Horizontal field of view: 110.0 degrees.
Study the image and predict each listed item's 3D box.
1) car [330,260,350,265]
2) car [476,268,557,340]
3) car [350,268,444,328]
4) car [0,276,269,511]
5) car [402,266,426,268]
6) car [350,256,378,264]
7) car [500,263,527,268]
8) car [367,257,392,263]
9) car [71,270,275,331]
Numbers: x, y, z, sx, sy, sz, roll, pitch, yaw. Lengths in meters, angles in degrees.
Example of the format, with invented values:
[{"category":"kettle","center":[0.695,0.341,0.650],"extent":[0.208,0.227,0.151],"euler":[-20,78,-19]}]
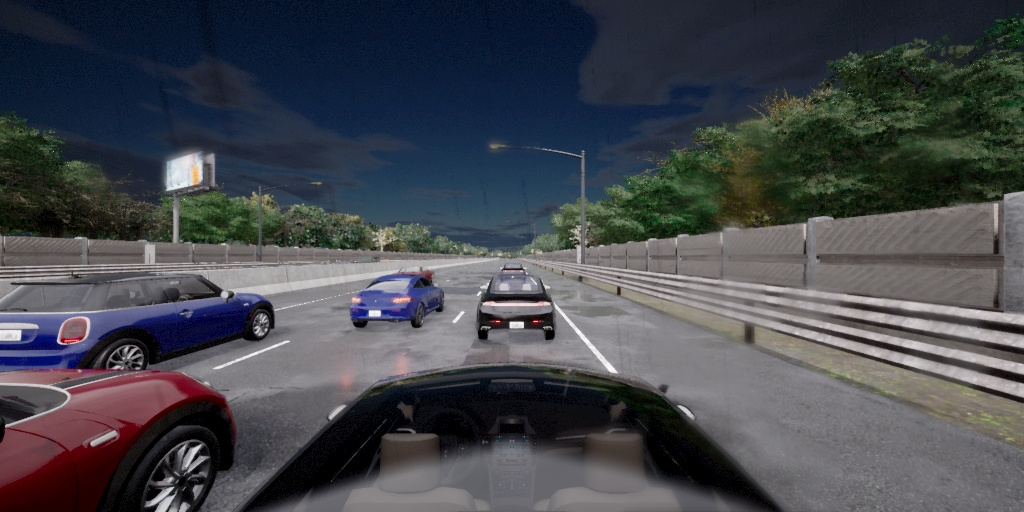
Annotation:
[{"category":"car","center":[-24.575,1.328,51.950],"extent":[2.128,1.511,4.902],"euler":[0,0,0]},{"category":"car","center":[0.100,1.245,9.978],"extent":[2.128,1.511,4.902],"euler":[0,0,0]},{"category":"car","center":[-3.405,1.280,11.295],"extent":[1.812,1.442,4.674],"euler":[0,0,1]},{"category":"car","center":[-3.405,1.102,1.177],"extent":[2.097,1.767,4.553],"euler":[0,0,0]},{"category":"car","center":[-6.905,1.371,25.639],"extent":[1.895,1.301,4.718],"euler":[0,0,1]},{"category":"car","center":[-21.074,1.061,52.583],"extent":[2.150,2.045,5.566],"euler":[0,0,0]},{"category":"car","center":[0.094,1.264,27.217],"extent":[2.128,1.511,4.902],"euler":[0,0,0]},{"category":"car","center":[-17.586,1.306,49.267],"extent":[1.882,1.535,5.008],"euler":[0,0,0]},{"category":"car","center":[-6.896,1.104,7.022],"extent":[2.097,1.767,4.553],"euler":[0,0,-1]}]
